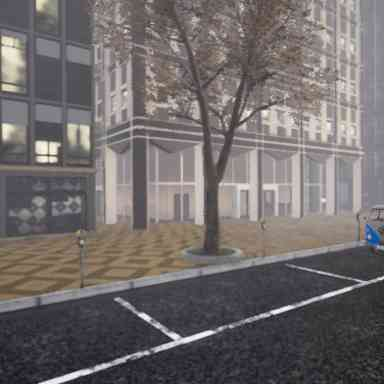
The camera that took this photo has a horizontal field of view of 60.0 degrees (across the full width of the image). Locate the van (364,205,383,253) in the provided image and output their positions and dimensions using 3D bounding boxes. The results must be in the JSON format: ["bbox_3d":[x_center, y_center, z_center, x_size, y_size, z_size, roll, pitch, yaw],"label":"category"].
[{"bbox_3d":[7.985,1.319,12.264,3.998,1.788,1.690,0,0,-36],"label":"van"}]
